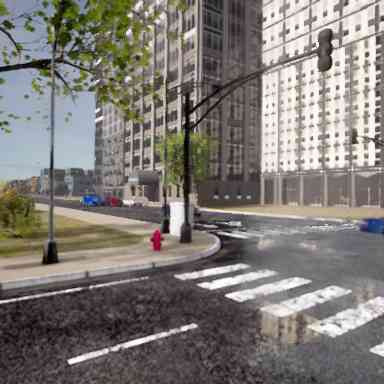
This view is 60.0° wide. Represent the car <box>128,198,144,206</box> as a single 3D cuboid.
[{"bbox_3d":[-9.606,1.612,53.553,1.895,1.301,4.718,1,0,-34],"label":"car"}]

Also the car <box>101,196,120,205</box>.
[{"bbox_3d":[-15.156,1.522,61.838,1.812,1.442,4.674,1,0,-34],"label":"car"}]

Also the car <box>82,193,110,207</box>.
[{"bbox_3d":[-14.532,1.139,49.140,2.150,2.045,5.566,1,-1,-33],"label":"car"}]

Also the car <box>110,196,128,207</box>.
[{"bbox_3d":[-12.099,1.490,51.484,1.812,1.442,4.674,1,0,-33],"label":"car"}]

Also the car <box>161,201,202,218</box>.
[{"bbox_3d":[-0.954,1.514,28.793,1.994,1.385,4.181,1,0,-34],"label":"car"}]

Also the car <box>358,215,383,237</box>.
[{"bbox_3d":[10.744,1.559,15.500,5.357,1.411,2.033,1,0,26],"label":"car"}]
